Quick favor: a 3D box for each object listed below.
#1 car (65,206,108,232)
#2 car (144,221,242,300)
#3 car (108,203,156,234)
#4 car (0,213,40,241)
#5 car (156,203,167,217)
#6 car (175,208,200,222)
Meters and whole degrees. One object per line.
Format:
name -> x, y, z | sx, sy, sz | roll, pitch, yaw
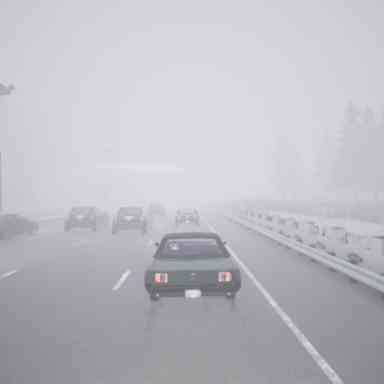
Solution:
car -> -7.327, 1.761, 23.664 | 2.097, 1.767, 4.553 | -1, -1, -1
car -> -0.022, 1.677, 8.555 | 1.895, 1.301, 4.718 | -1, -1, -1
car -> -3.790, 1.682, 21.862 | 2.097, 1.767, 4.553 | -1, -1, -1
car -> -10.733, 1.917, 19.050 | 2.033, 1.411, 5.357 | -1, -1, -1
car -> -4.140, 2.030, 39.551 | 2.097, 1.767, 4.553 | -1, -1, -1
car -> -0.393, 1.990, 27.234 | 1.895, 1.301, 4.718 | -1, -1, -1
